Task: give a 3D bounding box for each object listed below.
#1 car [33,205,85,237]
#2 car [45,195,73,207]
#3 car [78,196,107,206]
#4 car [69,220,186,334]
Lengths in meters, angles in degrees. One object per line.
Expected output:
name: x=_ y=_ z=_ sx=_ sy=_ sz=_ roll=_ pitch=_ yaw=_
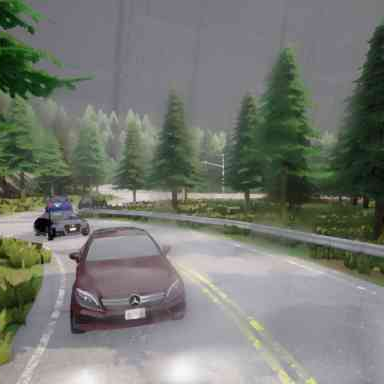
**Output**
car: x=-7.041 y=1.664 z=17.771 sx=1.994 sy=1.385 sz=4.181 roll=-4 pitch=2 yaw=-38
car: x=-12.840 y=1.326 z=32.228 sx=2.150 sy=2.045 sz=5.566 roll=-1 pitch=0 yaw=-18
car: x=-12.689 y=1.289 z=42.815 sx=2.097 sy=1.767 sz=4.553 roll=2 pitch=2 yaw=13
car: x=-1.517 y=1.523 z=7.069 sx=1.812 sy=1.442 sz=4.674 roll=-2 pitch=0 yaw=-17
